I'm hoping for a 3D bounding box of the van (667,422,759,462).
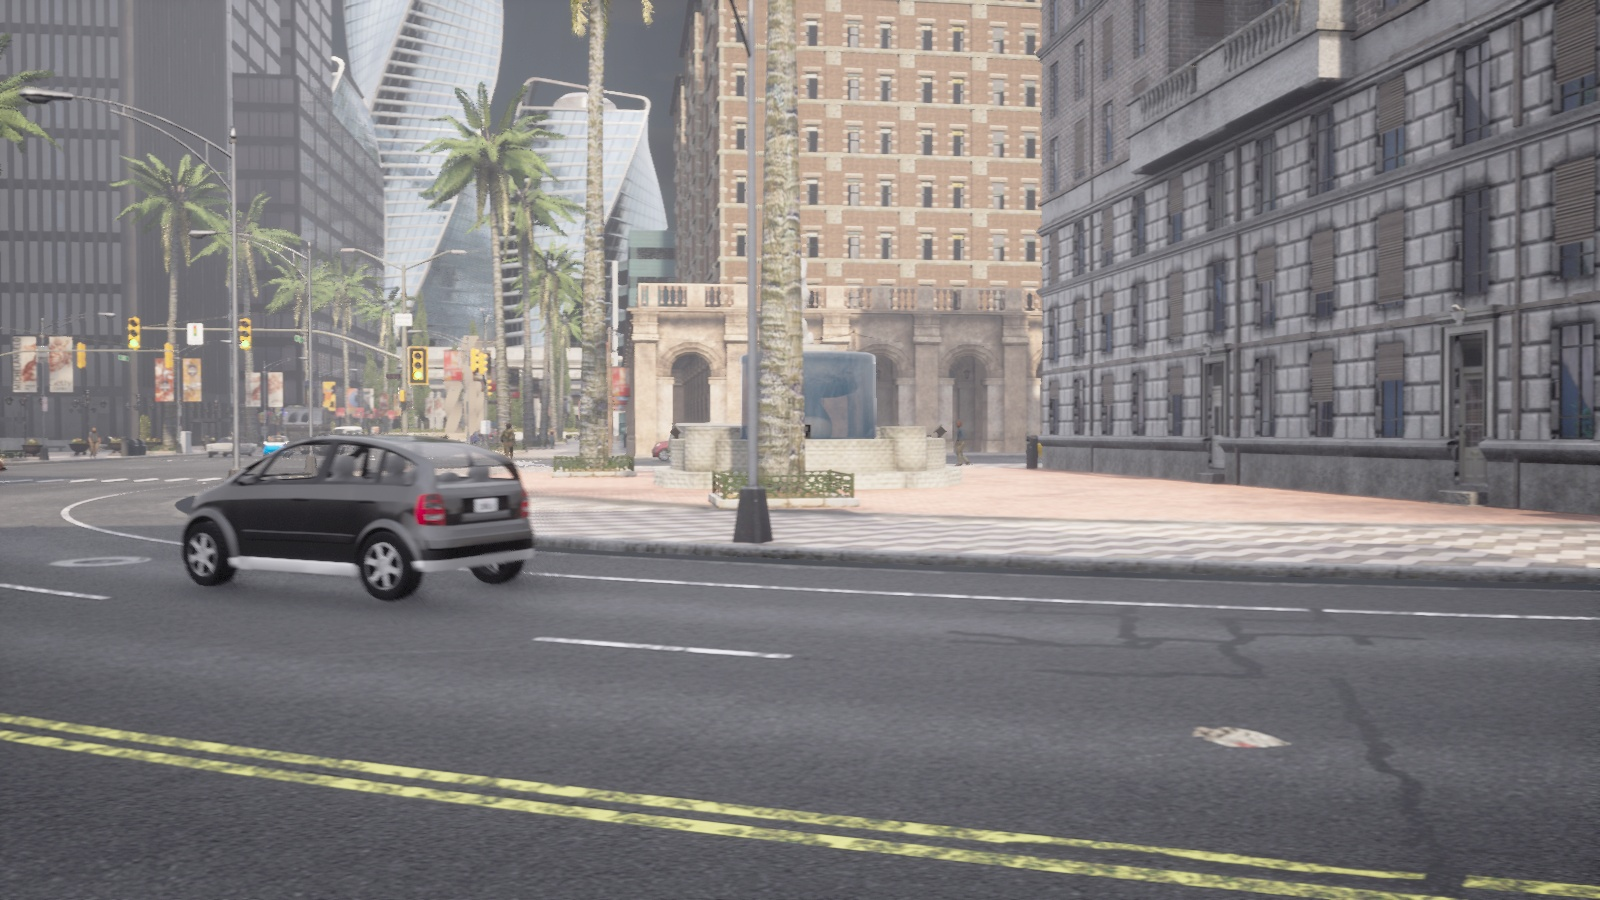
[{"bbox_3d":[-4.364,-0.397,62.696,4.442,1.987,1.775,0,1,-7],"label":"van"}]

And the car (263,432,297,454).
[{"bbox_3d":[-32.833,-0.463,79.294,1.481,1.376,2.207,0,1,-8],"label":"car"}]

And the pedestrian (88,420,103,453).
[{"bbox_3d":[-40.591,-0.786,72.381,0.694,1.848,0.540,1,1,42],"label":"pedestrian"}]

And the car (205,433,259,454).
[{"bbox_3d":[-36.603,-0.460,81.098,1.895,1.301,4.718,0,1,-8],"label":"car"}]

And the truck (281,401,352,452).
[{"bbox_3d":[-34.111,-1.651,88.862,2.891,3.462,7.936,0,1,-8],"label":"truck"}]

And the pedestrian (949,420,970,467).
[{"bbox_3d":[6.227,-0.242,49.021,0.726,1.835,0.370,0,1,-2],"label":"pedestrian"}]

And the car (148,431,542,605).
[{"bbox_3d":[-4.702,0.589,12.941,3.705,1.549,1.789,1,1,28],"label":"car"}]

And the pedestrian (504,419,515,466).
[{"bbox_3d":[-11.899,-0.300,51.496,0.395,1.930,0.692,0,1,-9],"label":"pedestrian"}]

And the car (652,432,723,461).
[{"bbox_3d":[-5.942,-0.193,66.037,3.633,1.501,1.845,0,1,-8],"label":"car"}]
